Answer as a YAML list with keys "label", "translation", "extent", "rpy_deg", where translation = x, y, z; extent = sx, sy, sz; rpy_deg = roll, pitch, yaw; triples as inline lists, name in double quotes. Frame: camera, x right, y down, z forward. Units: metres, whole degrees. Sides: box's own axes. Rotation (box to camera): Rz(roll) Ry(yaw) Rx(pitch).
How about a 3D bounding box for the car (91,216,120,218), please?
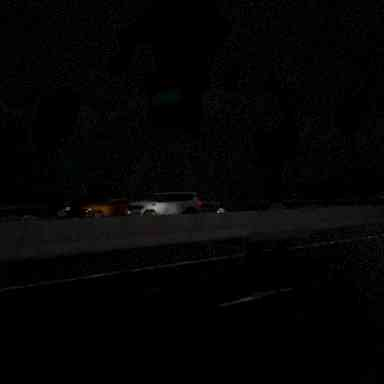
- label: "car"
  translation: [-5.882, 1.237, 25.358]
  extent: [5.008, 1.535, 1.882]
  rpy_deg: [0, 1, -34]

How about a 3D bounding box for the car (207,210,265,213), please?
- label: "car"
  translation: [2.944, 1.182, 22.806]
  extent: [4.553, 1.767, 2.097]
  rpy_deg: [0, 1, -33]

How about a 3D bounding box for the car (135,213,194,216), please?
- label: "car"
  translation: [-1.903, 1.013, 23.805]
  extent: [5.566, 2.045, 2.150]
  rpy_deg: [0, 1, -33]
